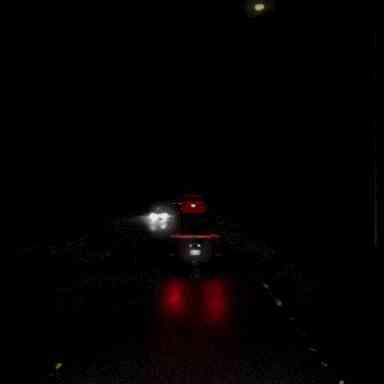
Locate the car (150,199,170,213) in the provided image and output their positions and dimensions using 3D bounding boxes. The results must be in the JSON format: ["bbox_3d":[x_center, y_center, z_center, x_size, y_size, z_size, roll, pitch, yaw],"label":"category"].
[{"bbox_3d":[-3.572,1.551,37.691,2.128,1.511,4.902,0,0,0],"label":"car"}]

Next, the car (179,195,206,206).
[{"bbox_3d":[0.115,1.265,30.984,2.150,2.045,5.566,0,0,0],"label":"car"}]

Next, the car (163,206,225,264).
[{"bbox_3d":[0.096,1.490,11.847,2.128,1.511,4.902,0,0,0],"label":"car"}]
